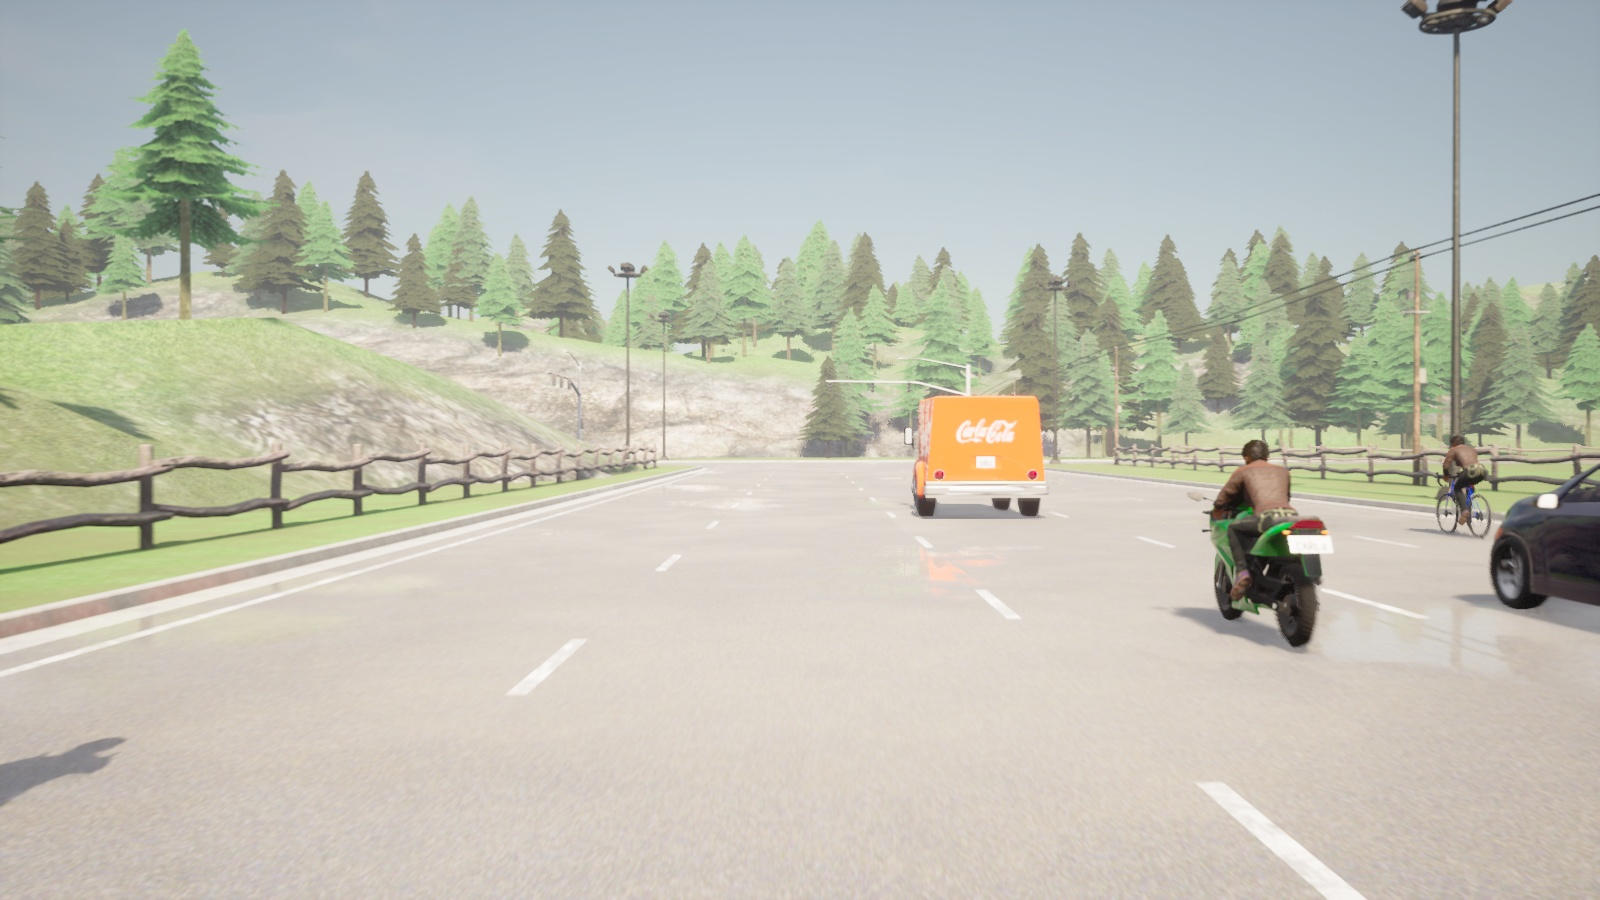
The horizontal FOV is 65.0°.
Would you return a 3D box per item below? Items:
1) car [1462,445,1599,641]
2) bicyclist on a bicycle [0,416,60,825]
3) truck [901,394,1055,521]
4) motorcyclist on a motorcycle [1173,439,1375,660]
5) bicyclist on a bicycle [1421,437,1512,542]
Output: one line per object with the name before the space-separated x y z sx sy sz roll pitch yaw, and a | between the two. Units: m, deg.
car | 7.072 0.716 9.854 1.845 1.501 3.633 0 0 0
bicyclist on a bicycle | -3.459 0.674 4.542 0.582 1.620 1.656 0 0 0
truck | 3.668 0.127 27.066 2.627 2.467 5.204 0 0 1
motorcyclist on a motorcycle | 3.570 0.683 9.681 0.797 1.523 2.044 0 0 0
bicyclist on a bicycle | 10.630 0.607 20.081 0.582 1.620 1.656 0 0 0
